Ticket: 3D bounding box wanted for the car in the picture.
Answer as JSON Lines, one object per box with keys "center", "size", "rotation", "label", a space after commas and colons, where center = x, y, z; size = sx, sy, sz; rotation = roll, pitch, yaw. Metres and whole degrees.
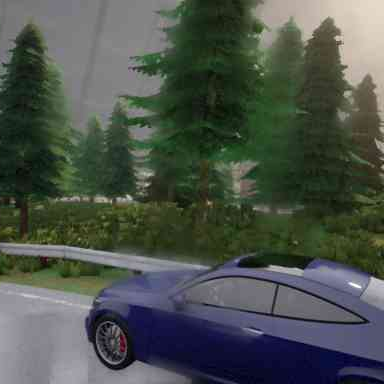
{"center": [0.787, 1.499, 4.077], "size": [4.674, 1.442, 1.812], "rotation": [1, 1, 31], "label": "car"}
